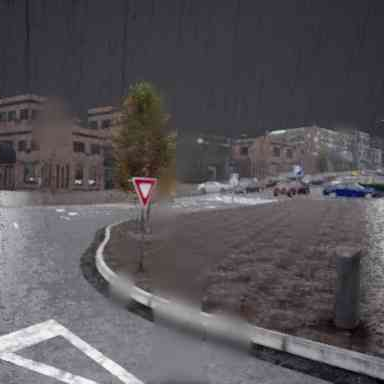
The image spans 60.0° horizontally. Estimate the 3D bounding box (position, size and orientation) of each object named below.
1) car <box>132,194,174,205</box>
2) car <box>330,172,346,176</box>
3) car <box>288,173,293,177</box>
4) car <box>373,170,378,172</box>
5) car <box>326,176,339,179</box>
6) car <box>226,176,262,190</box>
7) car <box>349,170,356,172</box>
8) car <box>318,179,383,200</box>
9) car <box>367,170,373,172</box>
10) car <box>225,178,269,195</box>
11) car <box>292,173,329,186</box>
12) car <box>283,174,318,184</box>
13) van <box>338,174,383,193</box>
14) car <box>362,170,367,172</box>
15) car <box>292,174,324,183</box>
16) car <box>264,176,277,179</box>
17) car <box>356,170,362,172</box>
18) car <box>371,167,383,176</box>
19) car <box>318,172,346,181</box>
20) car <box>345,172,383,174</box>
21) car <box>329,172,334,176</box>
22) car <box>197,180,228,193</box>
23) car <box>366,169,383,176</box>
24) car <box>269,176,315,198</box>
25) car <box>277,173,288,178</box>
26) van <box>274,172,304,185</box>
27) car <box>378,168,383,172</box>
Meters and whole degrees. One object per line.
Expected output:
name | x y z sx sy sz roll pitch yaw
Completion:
car | -3.709 0.481 31.331 4.181 1.385 1.994 -4 5 -40
car | 24.970 -2.073 54.436 4.181 1.385 1.994 -6 6 -41
car | 14.037 -1.765 53.481 5.008 1.535 2.097 0 4 29
car | 38.527 -4.212 74.400 4.553 1.767 2.185 0 4 30
car | 19.416 -0.938 41.132 1.812 1.442 4.674 -5 5 -34
car | 7.388 -1.246 47.670 4.553 1.767 2.185 0 5 29
car | 29.597 -3.256 66.829 4.892 1.521 2.231 0 5 30
car | 15.259 -0.144 32.087 5.008 1.535 2.097 2 6 31
car | 36.280 -3.848 72.543 4.674 1.452 2.002 0 4 30
car | 6.693 -0.503 40.287 4.892 1.490 1.837 -6 6 -40
car | 17.344 -1.615 48.611 4.553 1.767 2.097 -5 5 -34
car | 18.644 -2.196 57.215 5.366 1.575 1.946 0 4 29
van | 17.684 -0.581 33.888 4.442 1.987 1.878 2 6 31
car | 34.068 -3.805 70.609 4.553 1.767 2.185 0 4 30
car | 20.696 -2.406 59.222 5.008 1.535 2.097 0 4 29
car | 9.566 -1.306 49.638 4.792 1.488 2.163 0 5 29
car | 31.824 -3.470 68.733 5.008 1.535 2.097 0 5 30
car | 47.412 -5.079 81.991 5.566 2.045 2.435 0 4 30
car | 27.372 -3.044 64.931 4.892 1.521 2.231 0 5 29
car | 19.879 -0.825 35.835 5.566 2.045 2.435 2 6 31
car | 22.949 -2.589 61.111 4.792 1.488 2.163 0 4 29
car | 2.925 -0.651 43.842 4.674 1.452 2.002 0 4 29
car | 45.051 -4.658 80.198 5.366 1.575 1.946 0 4 30
car | 10.820 -0.454 35.990 4.553 1.767 2.097 -5 6 -40
car | 11.836 -1.675 51.523 4.553 1.767 2.185 0 5 29
van | 16.151 -2.203 55.435 4.442 1.987 1.878 0 5 29
car | 40.746 -4.283 76.317 5.008 1.535 2.097 0 4 30
